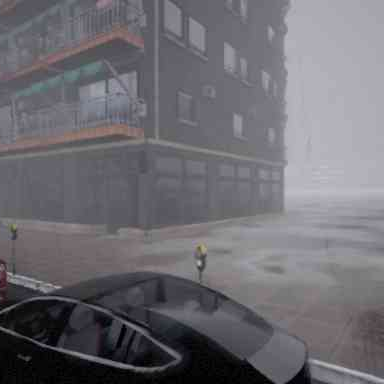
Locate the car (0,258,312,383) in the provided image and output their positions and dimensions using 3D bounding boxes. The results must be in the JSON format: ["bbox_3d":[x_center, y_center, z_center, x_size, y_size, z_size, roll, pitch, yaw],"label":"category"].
[{"bbox_3d":[-0.957,1.565,3.557,4.313,1.339,1.947,0,0,36],"label":"car"}]
